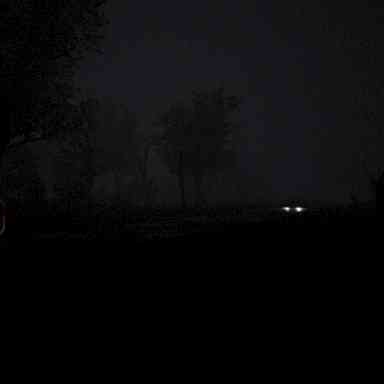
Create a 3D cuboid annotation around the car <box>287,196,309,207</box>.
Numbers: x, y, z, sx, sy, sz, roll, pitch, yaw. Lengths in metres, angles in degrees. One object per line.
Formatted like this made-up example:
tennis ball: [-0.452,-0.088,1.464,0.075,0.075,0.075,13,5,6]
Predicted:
car: [14.966,1.365,46.855,1.837,1.490,4.892,-1,0,35]
